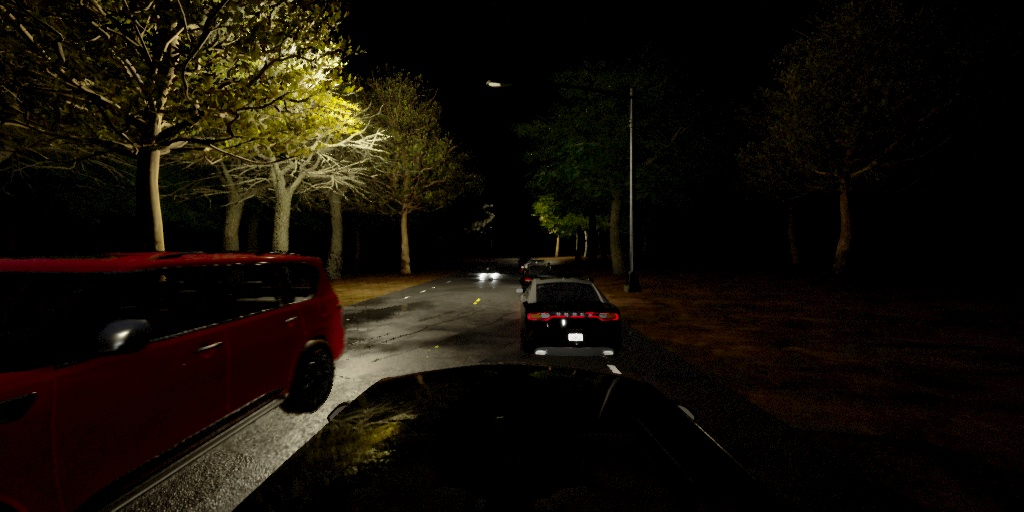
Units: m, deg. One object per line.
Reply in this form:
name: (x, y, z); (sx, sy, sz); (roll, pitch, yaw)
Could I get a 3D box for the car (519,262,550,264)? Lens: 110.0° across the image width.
car: (1.405, 1.216, 18.488); (1.812, 1.442, 4.674); (0, 0, 2)

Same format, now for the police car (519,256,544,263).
police car: (1.666, 1.059, 24.574); (1.930, 1.638, 5.238); (0, 1, 3)

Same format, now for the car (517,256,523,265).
car: (1.819, 0.838, 50.133); (1.837, 1.490, 4.892); (0, 1, 2)

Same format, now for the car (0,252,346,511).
car: (-3.570, 0.972, 3.111); (2.150, 2.045, 5.566); (0, 0, 0)

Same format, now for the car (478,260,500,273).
car: (-2.327, 1.058, 37.189); (1.994, 1.385, 4.181); (0, 1, 3)

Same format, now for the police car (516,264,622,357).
police car: (1.126, 1.166, 8.660); (1.930, 1.638, 5.238); (0, 0, 1)
